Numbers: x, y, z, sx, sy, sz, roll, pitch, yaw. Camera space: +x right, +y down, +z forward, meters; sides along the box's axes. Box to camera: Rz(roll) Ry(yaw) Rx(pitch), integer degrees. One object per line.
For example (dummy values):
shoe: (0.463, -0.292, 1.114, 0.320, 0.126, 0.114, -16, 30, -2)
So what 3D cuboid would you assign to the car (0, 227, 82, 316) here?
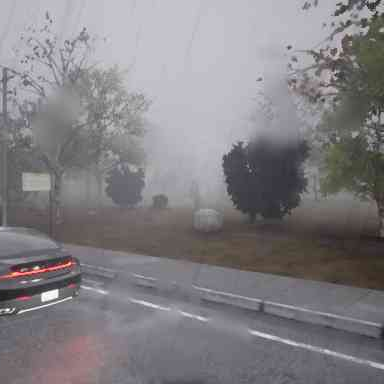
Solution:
car: (-4.342, 1.505, 7.087, 4.892, 1.490, 1.837, 0, 0, 37)
